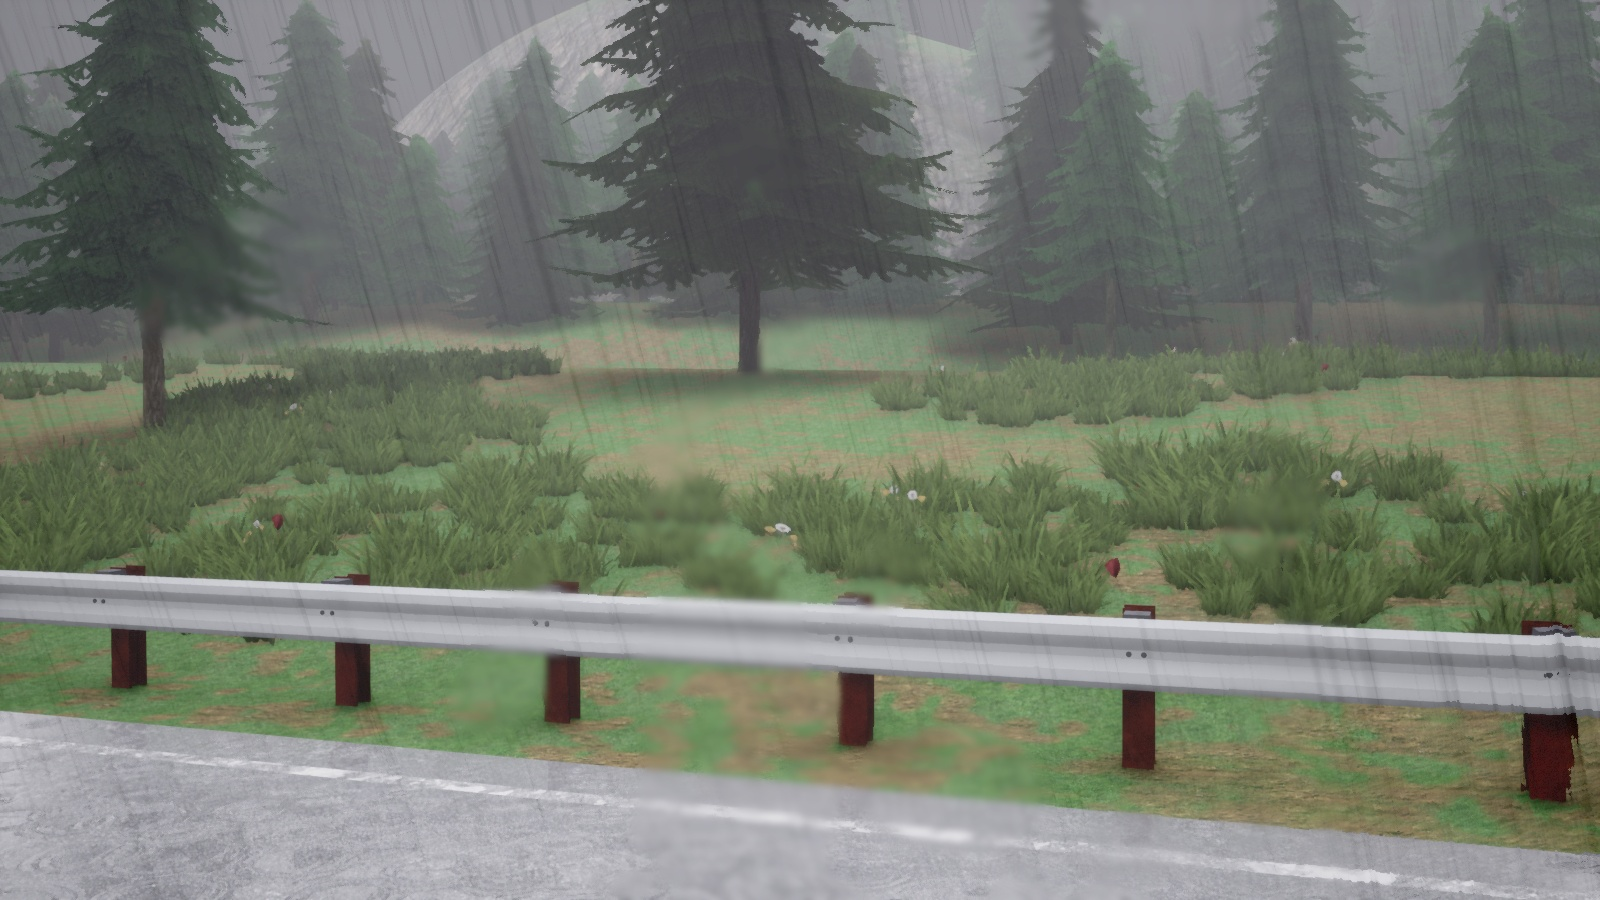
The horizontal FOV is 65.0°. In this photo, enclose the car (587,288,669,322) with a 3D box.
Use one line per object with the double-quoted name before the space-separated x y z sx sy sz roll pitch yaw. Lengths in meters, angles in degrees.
"car" -10.719 -9.035 78.236 4.553 1.767 2.097 6 3 28
